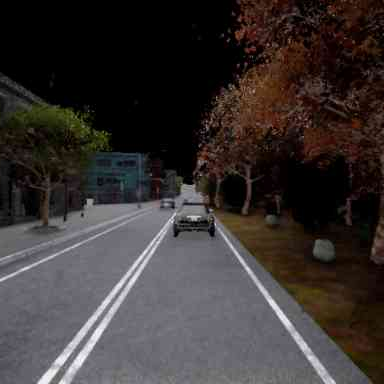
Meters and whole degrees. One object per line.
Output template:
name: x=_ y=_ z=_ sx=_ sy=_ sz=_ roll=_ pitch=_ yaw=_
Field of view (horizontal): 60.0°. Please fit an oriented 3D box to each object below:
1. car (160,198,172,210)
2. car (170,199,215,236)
car: x=-3.280 y=1.602 z=45.204 sx=2.128 sy=1.511 sz=4.902 roll=0 pitch=-1 yaw=1
car: x=0.103 y=1.356 z=18.469 sx=2.097 sy=1.767 sz=4.553 roll=0 pitch=0 yaw=0
